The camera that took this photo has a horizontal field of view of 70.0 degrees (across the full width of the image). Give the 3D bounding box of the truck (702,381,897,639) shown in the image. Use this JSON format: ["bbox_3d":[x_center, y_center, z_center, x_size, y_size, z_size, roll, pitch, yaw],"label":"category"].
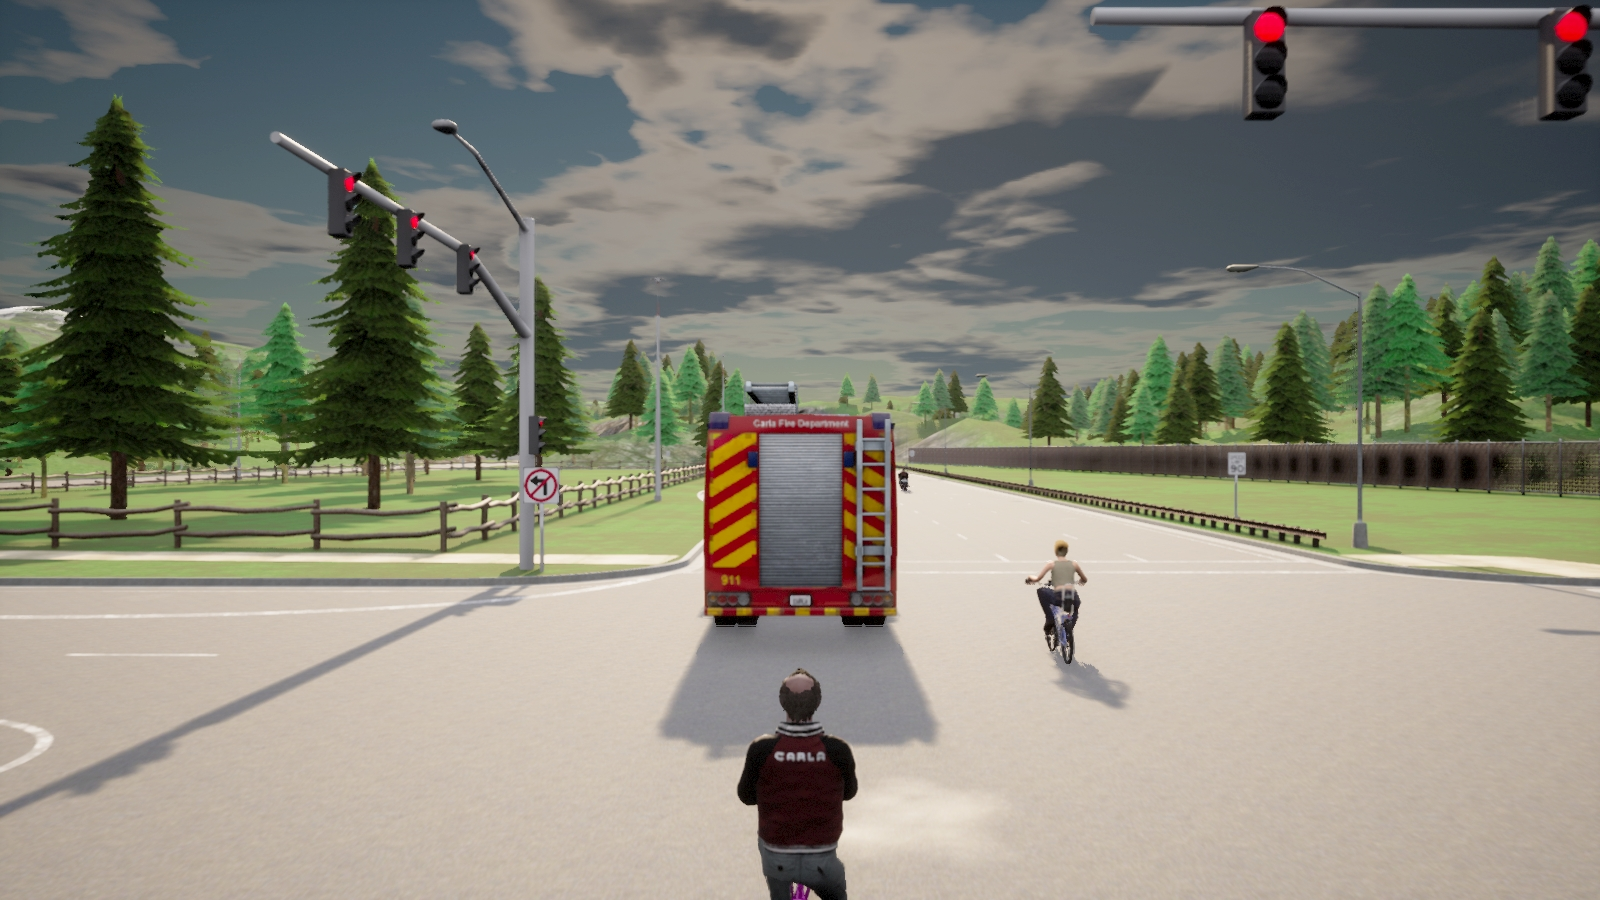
[{"bbox_3d":[-0.004,0.891,21.208,2.891,3.827,8.468,0,0,0],"label":"truck"}]

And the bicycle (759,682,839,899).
[{"bbox_3d":[-0.006,2.061,5.601,0.329,1.471,1.835,0,0,0],"label":"bicycle"}]

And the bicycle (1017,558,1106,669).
[{"bbox_3d":[3.486,2.158,15.345,0.859,1.277,1.487,0,0,0],"label":"bicycle"}]
